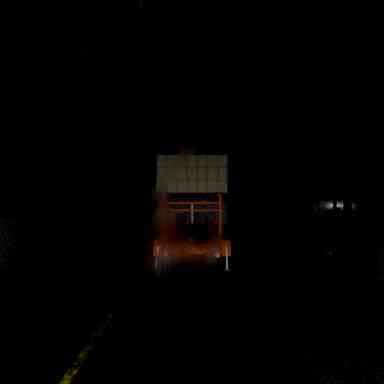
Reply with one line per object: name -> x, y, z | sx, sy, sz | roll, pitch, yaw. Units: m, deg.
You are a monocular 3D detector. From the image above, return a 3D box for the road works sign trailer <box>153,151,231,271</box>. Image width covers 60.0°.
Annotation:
road works sign trailer -> 0.007, 0.466, 10.942 | 2.380, 3.560, 2.880 | 0, 0, 0

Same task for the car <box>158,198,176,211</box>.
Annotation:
car -> -2.969, 1.534, 40.605 | 1.837, 1.490, 4.892 | 0, 0, 0
